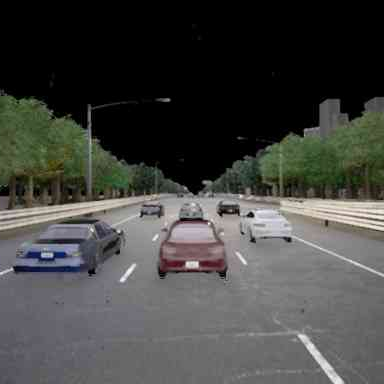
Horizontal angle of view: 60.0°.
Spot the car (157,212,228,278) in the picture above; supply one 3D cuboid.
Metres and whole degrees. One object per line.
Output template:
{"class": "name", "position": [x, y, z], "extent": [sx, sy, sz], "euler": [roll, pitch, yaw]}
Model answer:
{"class": "car", "position": [0.019, 1.550, 10.151], "extent": [1.812, 1.442, 4.674], "euler": [0, 0, 0]}

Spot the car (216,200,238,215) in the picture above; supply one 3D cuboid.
{"class": "car", "position": [3.439, 1.504, 32.035], "extent": [1.882, 1.535, 5.008], "euler": [0, 0, 0]}

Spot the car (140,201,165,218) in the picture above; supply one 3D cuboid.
{"class": "car", "position": [-3.558, 1.524, 30.446], "extent": [2.128, 1.511, 4.902], "euler": [0, 0, 0]}

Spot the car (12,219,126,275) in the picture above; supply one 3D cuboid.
{"class": "car", "position": [-3.484, 1.575, 10.514], "extent": [2.033, 1.411, 5.357], "euler": [0, 0, 0]}

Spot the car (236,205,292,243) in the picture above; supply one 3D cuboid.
{"class": "car", "position": [3.510, 1.562, 16.293], "extent": [1.812, 1.442, 4.674], "euler": [0, 0, 0]}

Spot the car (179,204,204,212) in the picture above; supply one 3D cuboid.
{"class": "car", "position": [-0.059, 1.589, 25.484], "extent": [2.033, 1.411, 5.357], "euler": [0, 0, 0]}
